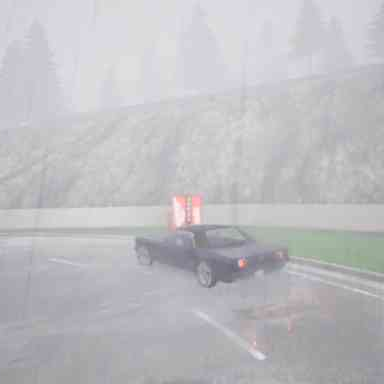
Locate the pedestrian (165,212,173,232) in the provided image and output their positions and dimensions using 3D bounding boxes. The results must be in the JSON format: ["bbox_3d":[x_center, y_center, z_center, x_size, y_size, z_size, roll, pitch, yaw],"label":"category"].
[{"bbox_3d":[-1.030,1.468,15.499,0.500,1.100,0.500,-1,0,36],"label":"pedestrian"}]

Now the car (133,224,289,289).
[{"bbox_3d":[0.180,1.544,9.147,1.895,1.301,4.718,-2,0,-36],"label":"car"}]
